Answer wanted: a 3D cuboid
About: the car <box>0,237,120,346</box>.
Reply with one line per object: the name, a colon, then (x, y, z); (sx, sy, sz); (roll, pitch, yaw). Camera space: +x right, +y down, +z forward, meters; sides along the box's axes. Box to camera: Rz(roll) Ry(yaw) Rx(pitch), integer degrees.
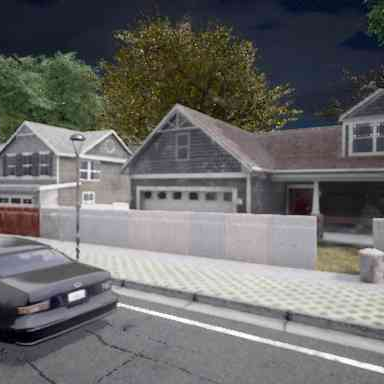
car: (-3.817, 1.580, 6.229); (5.357, 1.411, 2.033); (0, 0, 32)
